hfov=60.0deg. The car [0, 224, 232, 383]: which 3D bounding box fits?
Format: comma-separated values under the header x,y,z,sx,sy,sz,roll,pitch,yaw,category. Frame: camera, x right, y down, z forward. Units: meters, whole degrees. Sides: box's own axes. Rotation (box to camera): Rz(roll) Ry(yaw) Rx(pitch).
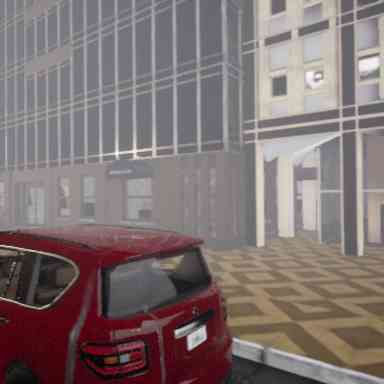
x,y,z,sx,sy,sz,roll,pitch,yaw,category
-1.902,1.350,4.236,5.009,1.841,2.192,-1,-1,35,car
